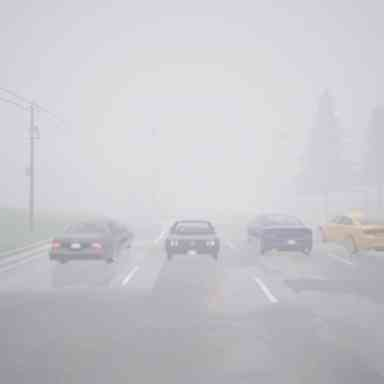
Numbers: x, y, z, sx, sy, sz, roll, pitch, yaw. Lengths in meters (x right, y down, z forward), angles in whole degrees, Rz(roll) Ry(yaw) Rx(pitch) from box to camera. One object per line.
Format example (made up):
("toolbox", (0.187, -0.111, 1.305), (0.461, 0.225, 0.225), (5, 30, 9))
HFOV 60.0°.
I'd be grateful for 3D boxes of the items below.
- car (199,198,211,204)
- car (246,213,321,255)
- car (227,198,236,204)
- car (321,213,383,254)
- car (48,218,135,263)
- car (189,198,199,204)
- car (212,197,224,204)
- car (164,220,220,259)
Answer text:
("car", (3.611, 2.538, 92.183), (1.837, 1.490, 4.892), (0, -1, 2))
("car", (3.535, 1.639, 14.214), (1.882, 1.535, 5.008), (0, 0, 0))
("car", (10.593, 2.524, 91.081), (1.837, 1.490, 4.892), (0, -1, 2))
("car", (7.035, 1.639, 14.225), (1.882, 1.535, 5.008), (0, 0, 0))
("car", (-3.482, 1.690, 12.505), (2.033, 1.411, 5.357), (0, -1, 0))
("car", (0.111, 2.587, 92.068), (1.994, 1.385, 4.181), (0, -1, 2))
("car", (7.100, 2.553, 91.473), (1.812, 1.442, 4.674), (0, -1, 2))
("car", (0.025, 1.752, 13.232), (1.895, 1.301, 4.718), (0, -1, 0))
